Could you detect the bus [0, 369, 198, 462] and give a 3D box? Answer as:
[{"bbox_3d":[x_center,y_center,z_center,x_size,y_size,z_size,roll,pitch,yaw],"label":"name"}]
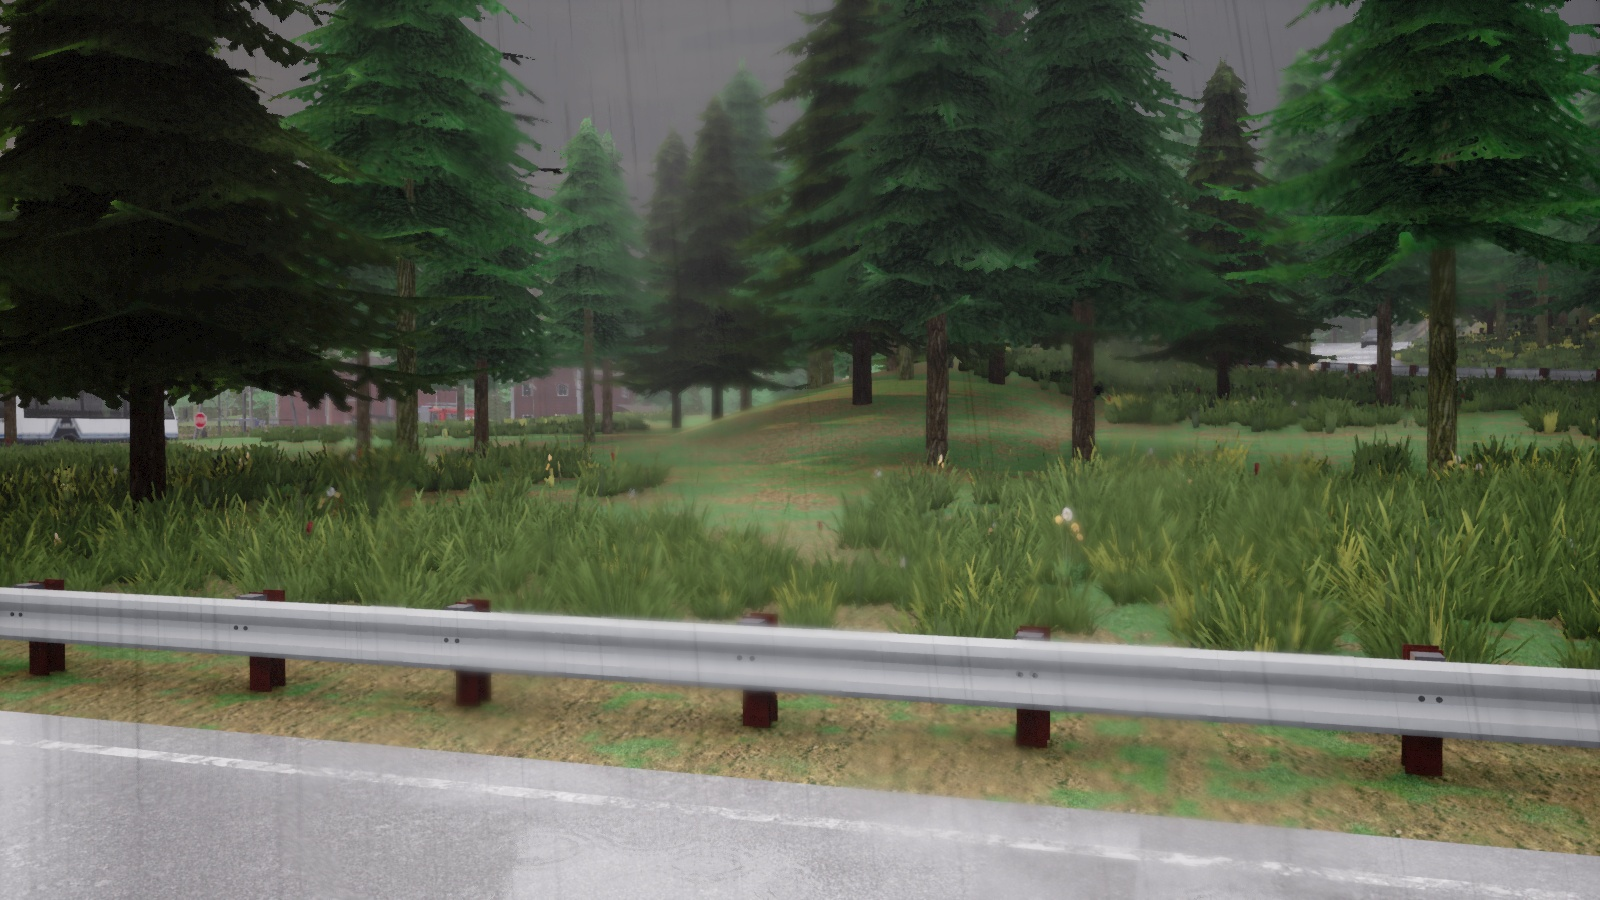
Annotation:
[{"bbox_3d":[-35.726,-1.667,63.051,3.944,4.253,10.273,1,1,17],"label":"bus"}]
